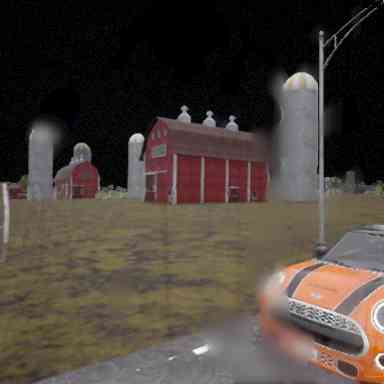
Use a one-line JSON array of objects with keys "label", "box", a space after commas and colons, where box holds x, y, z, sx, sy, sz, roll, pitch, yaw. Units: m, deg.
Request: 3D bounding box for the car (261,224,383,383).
[{"label": "car", "box": [3.228, 1.354, 5.364, 4.553, 1.767, 2.097, 0, 0, -35]}]
